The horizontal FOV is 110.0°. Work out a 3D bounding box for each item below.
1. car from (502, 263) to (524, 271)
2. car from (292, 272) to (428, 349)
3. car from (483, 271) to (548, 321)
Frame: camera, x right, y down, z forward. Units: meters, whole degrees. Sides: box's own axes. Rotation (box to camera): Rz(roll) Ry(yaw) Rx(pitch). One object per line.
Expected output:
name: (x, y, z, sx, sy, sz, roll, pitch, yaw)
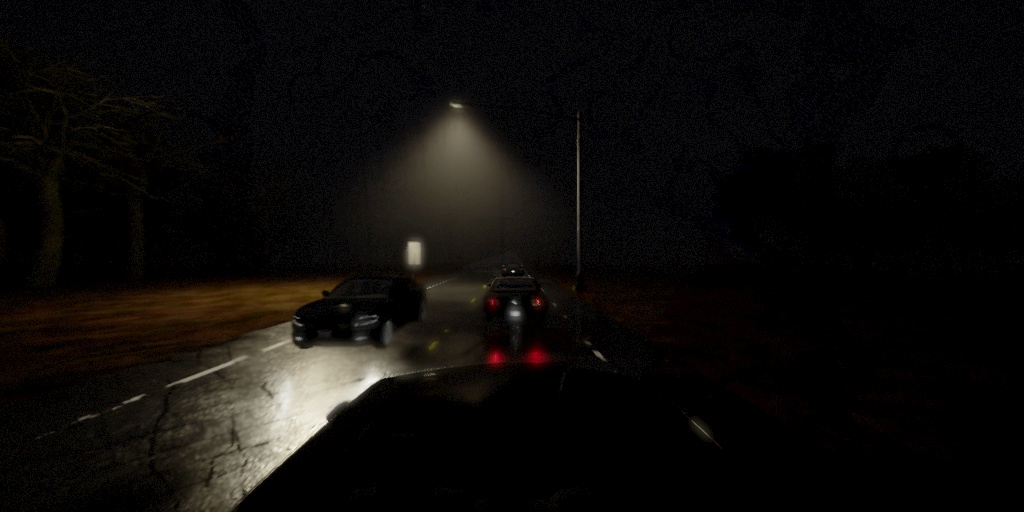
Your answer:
car: (0.098, 1.323, 33.391, 1.994, 1.385, 4.181, 0, 0, 0)
car: (-3.593, 1.230, 9.379, 1.882, 1.535, 5.008, 0, 0, 0)
car: (0.107, 1.355, 12.421, 1.895, 1.301, 4.718, 0, 0, 0)
